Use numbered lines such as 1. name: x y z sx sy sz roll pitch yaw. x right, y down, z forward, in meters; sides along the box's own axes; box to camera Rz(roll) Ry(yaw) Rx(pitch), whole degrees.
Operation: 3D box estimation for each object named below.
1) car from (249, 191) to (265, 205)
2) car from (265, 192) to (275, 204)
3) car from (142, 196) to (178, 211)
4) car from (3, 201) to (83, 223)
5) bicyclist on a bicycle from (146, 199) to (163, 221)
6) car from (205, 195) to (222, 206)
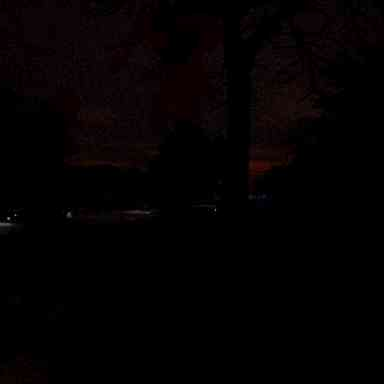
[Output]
1. car: 8.631 0.875 49.208 2.150 2.045 5.566 1 0 27
2. car: 13.181 0.984 58.857 2.150 2.045 5.566 1 0 23
3. car: -3.260 1.177 34.985 1.812 1.442 4.674 1 1 33
4. car: -10.684 1.364 24.401 2.033 1.411 5.357 1 2 37
5. bicyclist on a bicycle: -2.757 1.314 24.277 1.656 1.620 0.582 -1 0 36
6. car: 3.460 1.102 46.131 1.812 1.442 4.674 1 1 29
